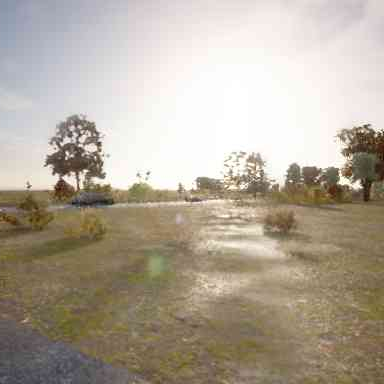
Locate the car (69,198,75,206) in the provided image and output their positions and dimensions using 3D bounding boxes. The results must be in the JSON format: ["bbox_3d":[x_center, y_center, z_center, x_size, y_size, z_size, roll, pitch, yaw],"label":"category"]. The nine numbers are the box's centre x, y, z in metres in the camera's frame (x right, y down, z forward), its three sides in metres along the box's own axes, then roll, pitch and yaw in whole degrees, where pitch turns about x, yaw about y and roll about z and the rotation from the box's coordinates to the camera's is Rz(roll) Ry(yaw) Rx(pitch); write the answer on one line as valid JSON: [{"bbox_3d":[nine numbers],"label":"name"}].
[{"bbox_3d":[-18.835,1.393,58.599,2.150,2.045,5.566,0,2,34],"label":"car"}]

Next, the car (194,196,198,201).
[{"bbox_3d":[0.267,1.704,75.426,1.812,1.442,4.674,0,0,28],"label":"car"}]

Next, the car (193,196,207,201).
[{"bbox_3d":[2.148,1.740,89.927,1.994,1.385,4.181,0,0,34],"label":"car"}]

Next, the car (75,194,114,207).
[{"bbox_3d":[-14.845,1.328,51.956,2.150,2.045,5.566,0,0,34],"label":"car"}]
